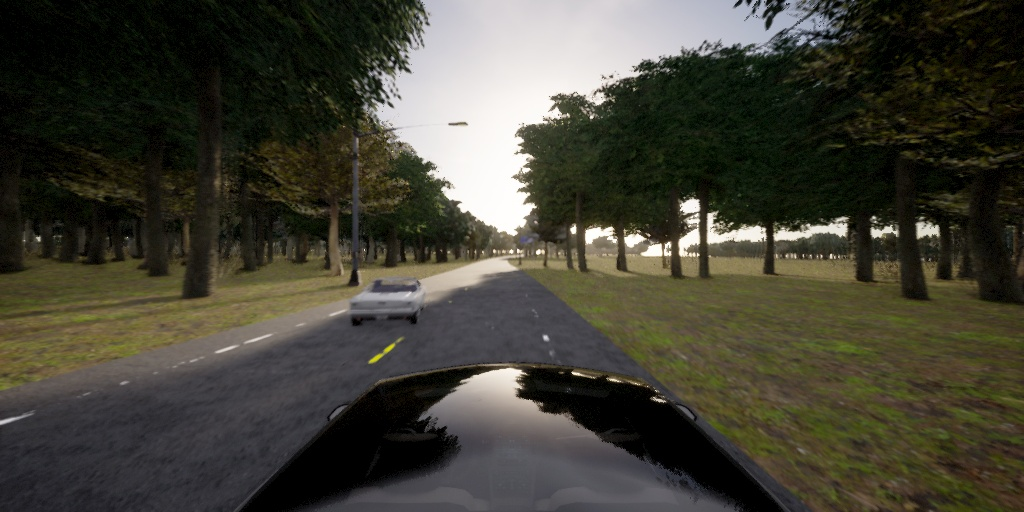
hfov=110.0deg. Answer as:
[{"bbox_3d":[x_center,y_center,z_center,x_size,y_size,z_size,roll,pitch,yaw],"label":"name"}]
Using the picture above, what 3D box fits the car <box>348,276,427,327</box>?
[{"bbox_3d":[-3.915,1.374,11.920,1.895,1.301,4.718,0,0,-10],"label":"car"}]
